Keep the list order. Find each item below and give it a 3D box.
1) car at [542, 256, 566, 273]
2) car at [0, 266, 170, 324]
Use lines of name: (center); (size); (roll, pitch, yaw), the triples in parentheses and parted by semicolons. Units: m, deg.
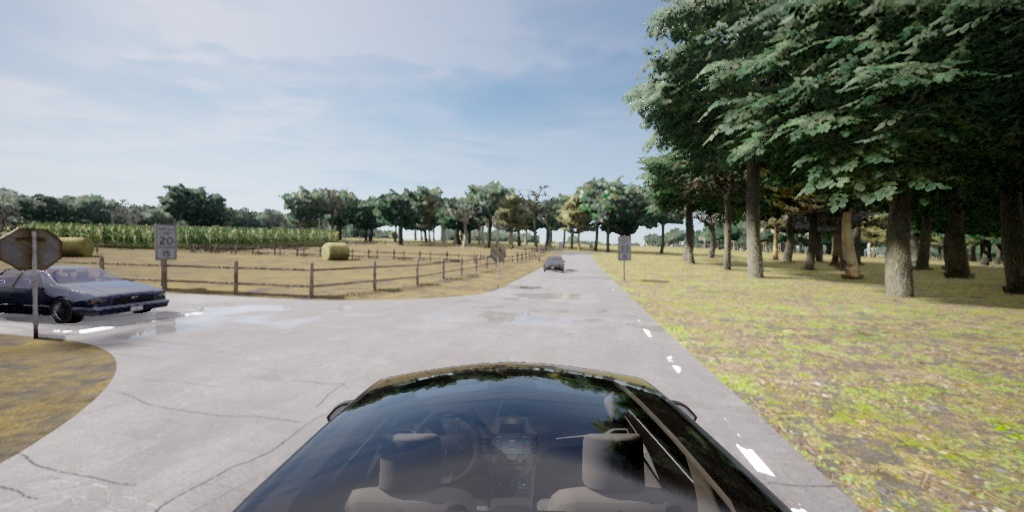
car: (4.016, 0.750, 33.774); (1.837, 1.490, 4.892); (0, 2, 11)
car: (-12.812, 0.986, 10.165); (5.357, 1.411, 2.033); (1, 1, 9)
